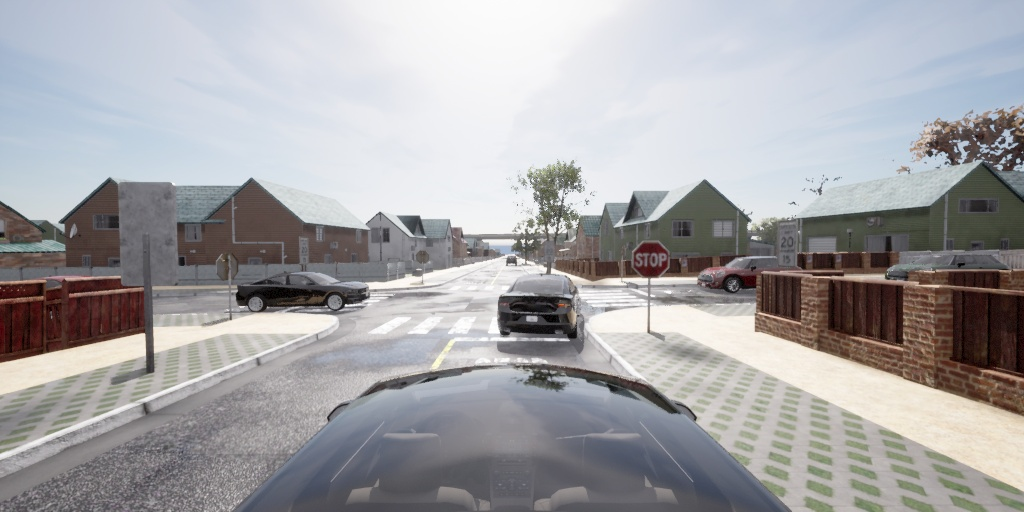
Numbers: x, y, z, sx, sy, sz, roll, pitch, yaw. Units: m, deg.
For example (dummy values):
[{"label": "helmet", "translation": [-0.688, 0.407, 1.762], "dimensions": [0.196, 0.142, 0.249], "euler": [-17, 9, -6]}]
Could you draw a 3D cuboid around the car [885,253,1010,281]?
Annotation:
[{"label": "car", "translation": [21.684, 0.646, 17.966], "dimensions": [4.553, 1.767, 2.097], "euler": [-1, 2, 0]}]

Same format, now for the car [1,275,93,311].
[{"label": "car", "translation": [-18.035, 1.547, 14.705], "dimensions": [5.008, 1.535, 1.882], "euler": [-1, 2, 0]}]

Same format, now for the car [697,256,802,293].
[{"label": "car", "translation": [11.789, 0.820, 17.884], "dimensions": [4.553, 1.767, 2.097], "euler": [-1, 2, 0]}]

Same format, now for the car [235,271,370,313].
[{"label": "car", "translation": [-8.483, 1.377, 14.778], "dimensions": [5.008, 1.535, 1.882], "euler": [-1, 2, 0]}]

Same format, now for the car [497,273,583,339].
[{"label": "car", "translation": [0.949, 1.224, 10.262], "dimensions": [1.882, 1.535, 5.008], "euler": [0, 0, 12]}]
